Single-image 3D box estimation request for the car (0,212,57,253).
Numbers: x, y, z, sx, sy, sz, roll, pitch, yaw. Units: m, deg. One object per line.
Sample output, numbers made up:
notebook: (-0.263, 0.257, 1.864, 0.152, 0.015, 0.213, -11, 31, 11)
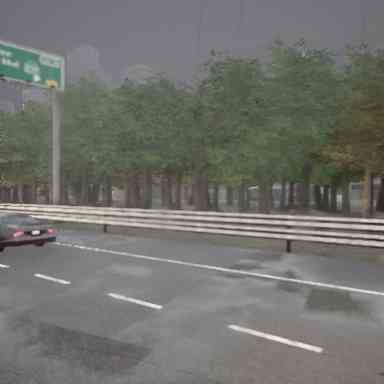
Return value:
car: (-7.816, 1.547, 13.749, 5.357, 1.411, 2.033, 0, 0, 36)
